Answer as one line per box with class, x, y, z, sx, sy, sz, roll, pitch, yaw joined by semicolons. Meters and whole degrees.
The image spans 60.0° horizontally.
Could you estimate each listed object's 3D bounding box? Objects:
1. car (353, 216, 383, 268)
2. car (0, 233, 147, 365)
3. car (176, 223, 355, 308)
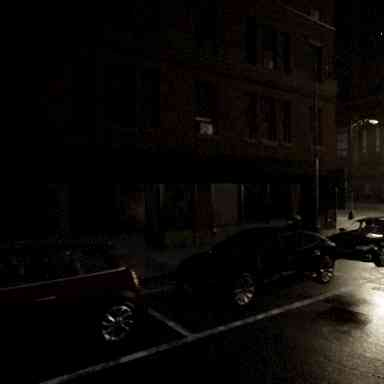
car;6.164;1.521;11.050;4.403;1.369;2.008;0;-1;-35
car;-2.805;1.439;4.663;4.097;1.590;1.967;0;-1;-35
car;1.680;1.550;7.856;4.313;1.339;1.947;0;-1;-35
